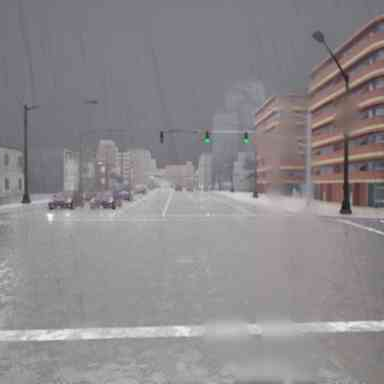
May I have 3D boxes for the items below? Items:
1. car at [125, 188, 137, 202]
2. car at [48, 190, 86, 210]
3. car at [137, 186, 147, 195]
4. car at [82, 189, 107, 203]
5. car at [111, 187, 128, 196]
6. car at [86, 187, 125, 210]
[{"bbox_3d":[-8.380,0.470,41.220,1.812,1.442,4.674,0,2,-3],"label":"car"},{"bbox_3d":[-11.372,0.643,30.350,2.097,1.767,4.553,0,2,-3],"label":"car"},{"bbox_3d":[-9.203,-0.219,59.700,1.837,1.490,4.892,0,2,-2],"label":"car"},{"bbox_3d":[-11.867,0.451,40.840,1.837,1.490,4.892,0,2,-3],"label":"car"},{"bbox_3d":[-12.647,-0.138,58.270,2.033,1.411,5.357,0,2,-2],"label":"car"},{"bbox_3d":[-7.889,0.639,30.764,2.097,1.767,4.553,0,2,-3],"label":"car"}]
